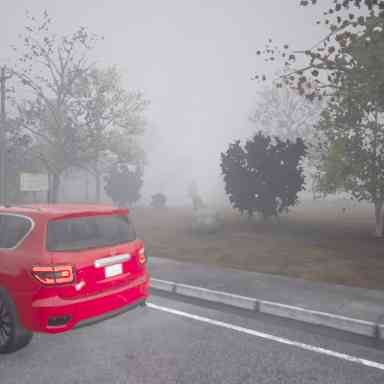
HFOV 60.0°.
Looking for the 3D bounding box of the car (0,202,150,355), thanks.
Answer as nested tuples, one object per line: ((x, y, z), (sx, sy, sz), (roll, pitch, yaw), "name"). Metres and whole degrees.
((-3.313, 1.221, 6.343), (5.566, 2.045, 2.150), (0, 0, 35), "car")
